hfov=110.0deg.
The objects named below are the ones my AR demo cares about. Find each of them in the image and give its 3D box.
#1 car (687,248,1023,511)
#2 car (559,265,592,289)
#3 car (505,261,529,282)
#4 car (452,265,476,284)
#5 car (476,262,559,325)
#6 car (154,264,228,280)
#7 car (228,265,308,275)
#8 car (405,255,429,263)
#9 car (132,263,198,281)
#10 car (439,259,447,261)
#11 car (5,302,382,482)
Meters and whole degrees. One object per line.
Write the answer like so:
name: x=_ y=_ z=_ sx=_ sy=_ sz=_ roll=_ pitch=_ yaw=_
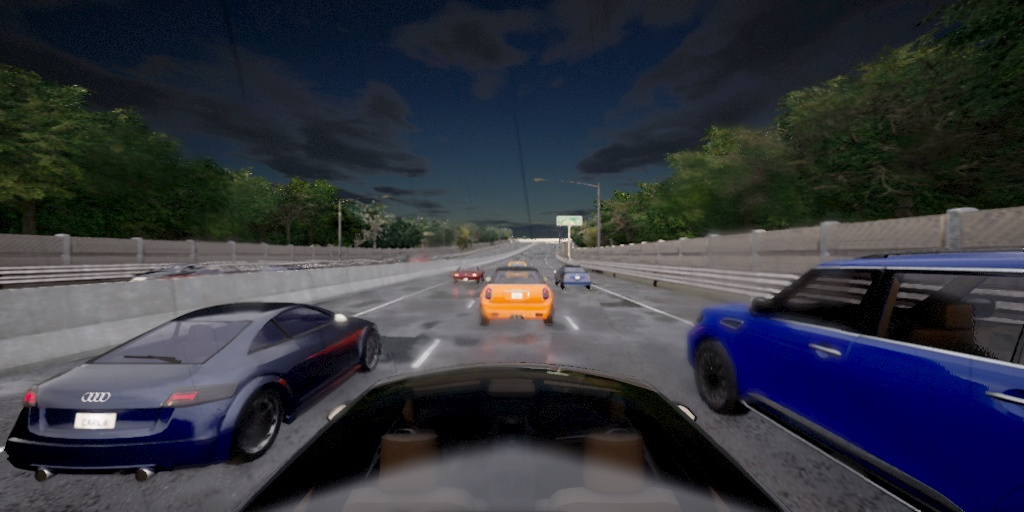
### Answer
car: x=3.597 y=0.972 z=2.821 sx=2.150 sy=2.045 sz=5.566 roll=0 pitch=0 yaw=0
car: x=3.804 y=1.287 z=23.085 sx=2.033 sy=1.411 sz=5.357 roll=0 pitch=0 yaw=1
car: x=0.452 y=1.210 z=29.845 sx=1.882 sy=1.535 sz=5.008 roll=0 pitch=0 yaw=1
car: x=-3.121 y=1.332 z=26.867 sx=1.895 sy=1.301 sz=4.718 roll=0 pitch=0 yaw=1
car: x=0.156 y=1.096 z=11.875 sx=2.097 sy=1.767 sz=4.553 roll=0 pitch=0 yaw=0
car: x=-17.433 y=1.327 z=20.929 sx=1.895 sy=1.301 sz=4.718 roll=0 pitch=0 yaw=1
car: x=-13.922 y=1.275 z=21.728 sx=2.033 sy=1.411 sz=5.357 roll=0 pitch=0 yaw=1
car: x=-15.987 y=0.896 z=61.904 sx=2.150 sy=2.045 sz=5.566 roll=0 pitch=0 yaw=3
car: x=-20.899 y=1.214 z=22.602 sx=2.128 sy=1.511 sz=4.902 roll=0 pitch=0 yaw=1
car: x=-12.400 y=1.217 z=63.479 sx=2.033 sy=1.411 sz=5.357 roll=0 pitch=0 yaw=3
car: x=-3.390 y=1.311 z=4.931 sx=1.994 sy=1.385 sz=4.181 roll=0 pitch=0 yaw=0
